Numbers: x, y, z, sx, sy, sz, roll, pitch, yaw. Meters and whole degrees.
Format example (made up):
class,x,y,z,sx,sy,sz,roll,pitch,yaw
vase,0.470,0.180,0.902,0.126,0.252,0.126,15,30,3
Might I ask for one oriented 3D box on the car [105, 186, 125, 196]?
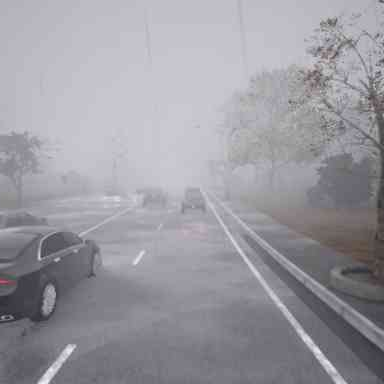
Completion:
class,x,y,z,sx,sy,sz,roll,pitch,yaw
car,-10.584,-0.198,45.939,1.895,1.301,4.718,0,3,0

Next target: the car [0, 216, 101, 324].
class,x,y,z,sx,sy,sz,roll,pitch,yaw
car,-3.400,1.490,7.192,1.837,1.490,4.892,0,0,0

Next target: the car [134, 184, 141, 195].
class,x,y,z,sx,sy,sz,roll,pitch,yaw
car,-7.075,-0.428,47.975,1.882,1.535,5.008,0,3,0

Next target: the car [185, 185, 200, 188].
class,x,y,z,sx,sy,sz,roll,pitch,yaw
car,0.085,-0.213,43.857,1.882,1.535,5.008,0,3,0

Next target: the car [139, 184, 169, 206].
class,x,y,z,sx,sy,sz,roll,pitch,yaw
car,-3.399,0.302,31.633,2.097,1.767,4.553,0,3,0

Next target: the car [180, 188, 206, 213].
class,x,y,z,sx,sy,sz,roll,pitch,yaw
car,0.101,0.724,26.265,2.128,1.511,4.902,0,3,0

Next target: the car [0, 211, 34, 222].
class,x,y,z,sx,sy,sz,roll,pitch,yaw
car,-7.090,1.439,12.194,2.033,1.411,5.357,0,2,0
